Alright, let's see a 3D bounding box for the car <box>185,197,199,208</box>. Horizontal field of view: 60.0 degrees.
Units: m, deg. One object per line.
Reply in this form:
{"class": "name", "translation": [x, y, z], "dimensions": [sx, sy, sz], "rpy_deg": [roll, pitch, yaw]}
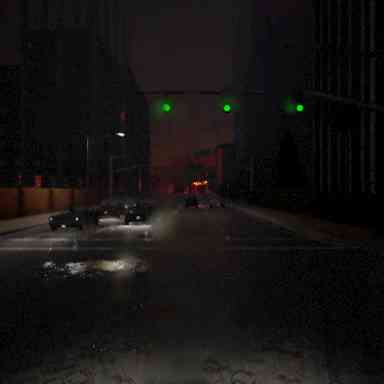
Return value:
{"class": "car", "translation": [-0.008, 1.441, 45.993], "dimensions": [2.033, 1.411, 5.357], "rpy_deg": [0, 0, 0]}

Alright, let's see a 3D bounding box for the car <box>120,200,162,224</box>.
{"class": "car", "translation": [-3.602, 1.524, 24.259], "dimensions": [1.994, 1.385, 4.181], "rpy_deg": [0, 0, 0]}

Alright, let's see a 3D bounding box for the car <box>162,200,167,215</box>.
{"class": "car", "translation": [-3.589, 1.480, 33.498], "dimensions": [2.033, 1.411, 5.357], "rpy_deg": [0, 0, 0]}

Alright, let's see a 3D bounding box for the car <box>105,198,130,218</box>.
{"class": "car", "translation": [-7.097, 1.511, 29.425], "dimensions": [1.994, 1.385, 4.181], "rpy_deg": [0, 0, 0]}

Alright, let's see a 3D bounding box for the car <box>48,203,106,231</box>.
{"class": "car", "translation": [-7.103, 1.574, 20.629], "dimensions": [1.895, 1.301, 4.718], "rpy_deg": [0, 0, 0]}

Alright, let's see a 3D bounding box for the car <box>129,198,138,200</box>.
{"class": "car", "translation": [-7.073, 1.412, 38.136], "dimensions": [2.128, 1.511, 4.902], "rpy_deg": [0, 0, 0]}

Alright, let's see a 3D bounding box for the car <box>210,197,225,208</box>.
{"class": "car", "translation": [3.499, 1.414, 46.930], "dimensions": [1.812, 1.442, 4.674], "rpy_deg": [0, 0, 0]}
